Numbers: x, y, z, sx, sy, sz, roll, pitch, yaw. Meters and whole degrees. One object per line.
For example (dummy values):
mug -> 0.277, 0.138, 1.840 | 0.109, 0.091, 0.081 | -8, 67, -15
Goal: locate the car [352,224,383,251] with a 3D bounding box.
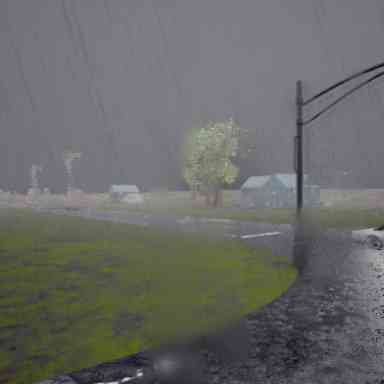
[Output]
car -> 9.367, 1.892, 13.800 | 1.895, 1.301, 4.718 | 0, -1, -36

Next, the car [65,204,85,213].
car -> -18.465, 2.545, 52.618 | 1.895, 1.301, 4.718 | 0, -1, -36
